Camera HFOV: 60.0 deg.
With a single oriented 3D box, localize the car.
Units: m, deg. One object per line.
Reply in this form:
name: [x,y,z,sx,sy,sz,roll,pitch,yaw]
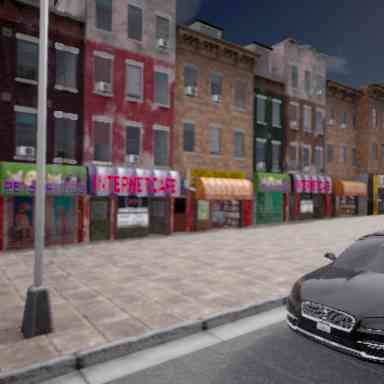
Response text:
car: [3.663,1.463,5.675,4.892,1.490,1.837,-1,0,-36]
